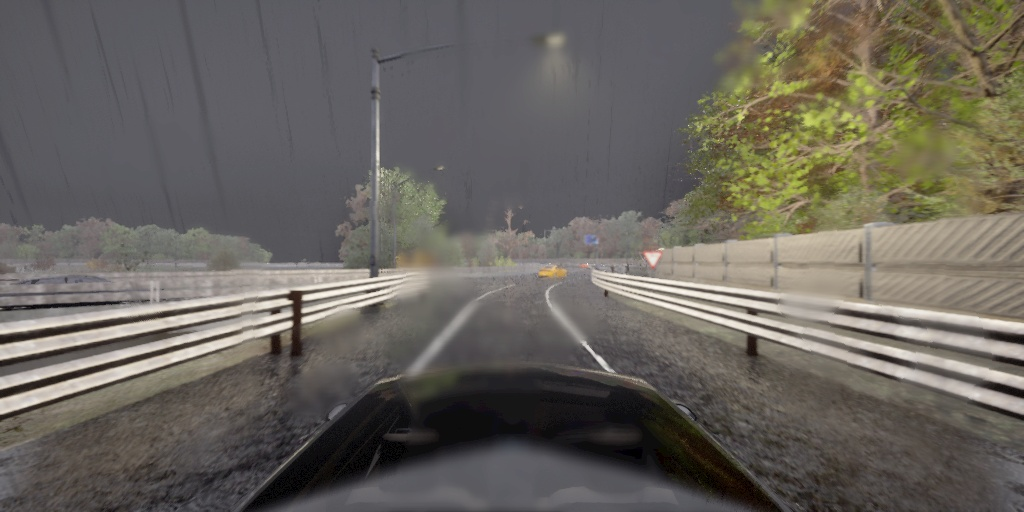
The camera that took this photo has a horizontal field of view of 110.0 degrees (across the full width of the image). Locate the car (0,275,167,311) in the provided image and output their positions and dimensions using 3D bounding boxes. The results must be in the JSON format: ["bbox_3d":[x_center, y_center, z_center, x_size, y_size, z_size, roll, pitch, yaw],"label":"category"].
[{"bbox_3d":[-17.552,1.478,14.421,5.357,1.411,2.033,1,-1,-43],"label":"car"}]

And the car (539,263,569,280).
[{"bbox_3d":[4.859,1.862,41.279,1.882,1.535,5.008,0,-1,31],"label":"car"}]
